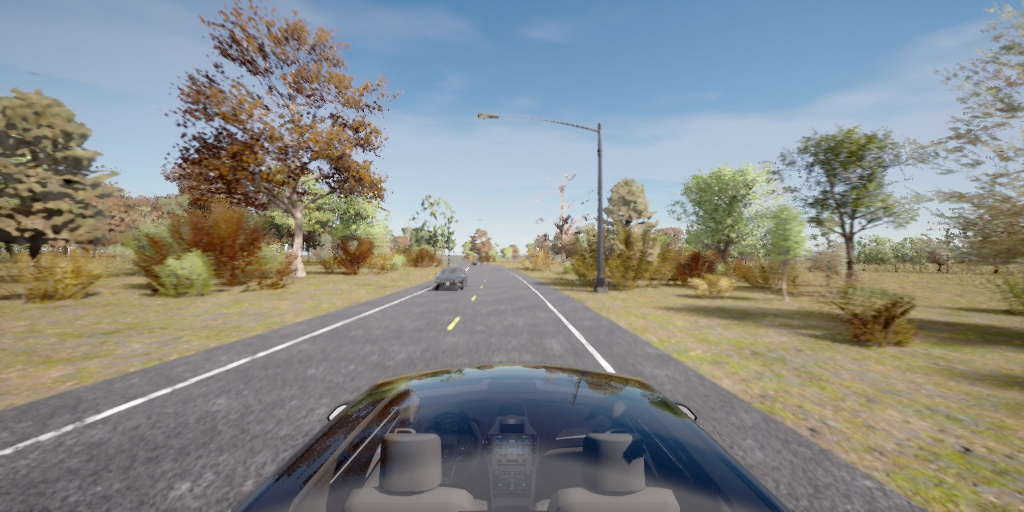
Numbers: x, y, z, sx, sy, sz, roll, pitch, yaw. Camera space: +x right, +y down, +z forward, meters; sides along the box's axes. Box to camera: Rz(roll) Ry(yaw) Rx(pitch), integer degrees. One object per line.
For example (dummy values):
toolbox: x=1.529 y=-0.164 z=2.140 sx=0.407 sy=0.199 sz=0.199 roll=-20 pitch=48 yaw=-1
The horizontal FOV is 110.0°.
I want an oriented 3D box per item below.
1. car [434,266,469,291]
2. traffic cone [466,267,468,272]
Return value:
car: x=-3.977 y=1.458 z=24.082 sx=1.837 sy=1.490 sz=4.892 roll=0 pitch=0 yaw=-2
traffic cone: x=-6.754 y=2.133 z=51.113 sx=0.340 sy=0.580 sz=0.340 roll=0 pitch=0 yaw=-4
